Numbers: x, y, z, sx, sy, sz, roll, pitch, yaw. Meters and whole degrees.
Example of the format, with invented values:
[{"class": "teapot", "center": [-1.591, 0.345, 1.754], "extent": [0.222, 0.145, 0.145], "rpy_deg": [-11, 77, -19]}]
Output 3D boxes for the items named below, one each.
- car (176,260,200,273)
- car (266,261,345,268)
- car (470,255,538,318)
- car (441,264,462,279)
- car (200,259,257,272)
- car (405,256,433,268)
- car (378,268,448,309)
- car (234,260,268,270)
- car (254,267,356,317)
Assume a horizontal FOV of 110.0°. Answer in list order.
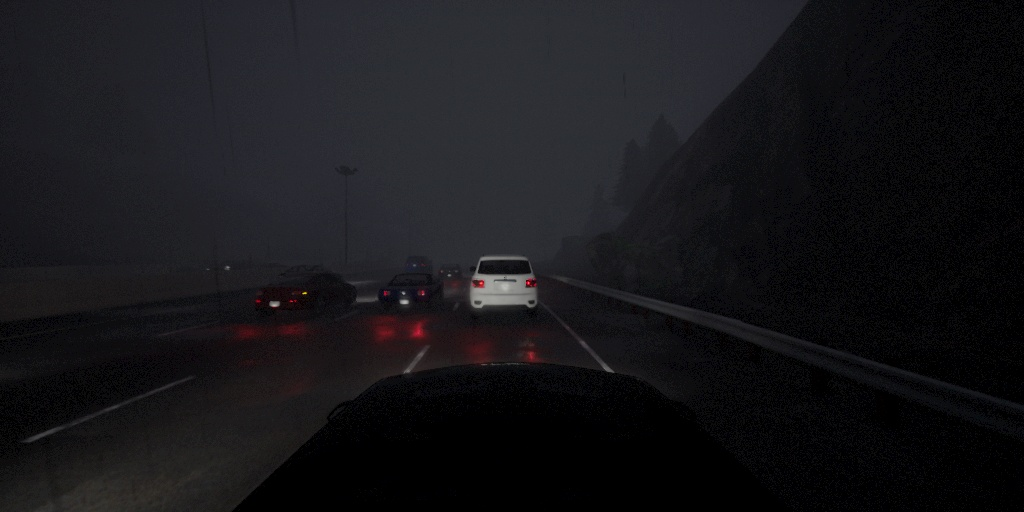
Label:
[{"class": "car", "center": [-34.484, 1.173, 39.732], "extent": [2.097, 1.767, 4.553], "rpy_deg": [0, 0, -5]}, {"class": "car", "center": [-11.482, 1.266, 20.667], "extent": [2.128, 1.511, 4.902], "rpy_deg": [0, 0, -5]}, {"class": "car", "center": [-0.366, 0.973, 13.209], "extent": [2.150, 2.045, 5.566], "rpy_deg": [0, 0, -4]}, {"class": "car", "center": [-5.548, 1.364, 32.876], "extent": [1.895, 1.301, 4.718], "rpy_deg": [0, 0, -5]}, {"class": "car", "center": [-26.987, 1.157, 34.594], "extent": [2.097, 1.767, 4.553], "rpy_deg": [0, 0, -5]}, {"class": "car", "center": [-9.391, 0.992, 36.416], "extent": [2.150, 2.045, 5.566], "rpy_deg": [0, 0, -5]}, {"class": "car", "center": [-3.997, 1.360, 15.049], "extent": [1.895, 1.301, 4.718], "rpy_deg": [0, 0, -4]}, {"class": "car", "center": [-23.452, 1.346, 34.308], "extent": [2.033, 1.411, 5.357], "rpy_deg": [0, 0, -5]}, {"class": "car", "center": [-7.396, 1.291, 13.247], "extent": [1.812, 1.442, 4.674], "rpy_deg": [0, 0, -4]}]
